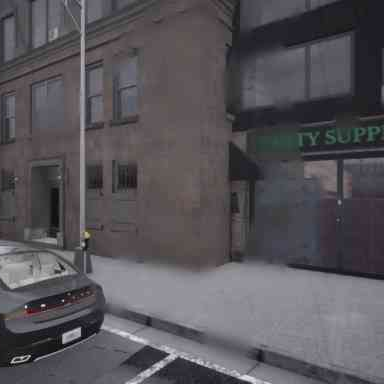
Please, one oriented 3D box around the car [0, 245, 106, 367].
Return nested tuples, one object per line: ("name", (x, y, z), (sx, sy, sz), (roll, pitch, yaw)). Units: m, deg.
("car", (-3.273, 1.551, 5.413), (4.403, 1.369, 2.008), (0, 0, 36))
